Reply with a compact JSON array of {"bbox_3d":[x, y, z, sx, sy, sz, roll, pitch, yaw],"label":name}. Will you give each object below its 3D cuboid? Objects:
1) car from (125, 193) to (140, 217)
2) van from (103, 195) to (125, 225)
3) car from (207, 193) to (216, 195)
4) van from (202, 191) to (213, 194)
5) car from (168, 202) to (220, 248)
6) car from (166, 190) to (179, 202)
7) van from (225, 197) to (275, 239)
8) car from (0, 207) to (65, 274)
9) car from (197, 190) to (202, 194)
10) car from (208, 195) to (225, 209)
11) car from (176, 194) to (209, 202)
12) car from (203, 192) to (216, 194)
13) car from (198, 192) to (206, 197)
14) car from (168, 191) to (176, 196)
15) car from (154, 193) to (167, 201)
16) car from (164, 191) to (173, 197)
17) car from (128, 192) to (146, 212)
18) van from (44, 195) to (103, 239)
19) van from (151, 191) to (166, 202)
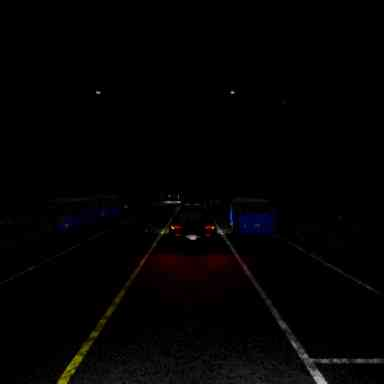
[{"bbox_3d":[-5.770,1.138,27.201,1.967,1.590,4.097,0,1,0],"label":"car"},{"bbox_3d":[-5.769,1.101,21.559,1.690,1.788,3.998,0,1,0],"label":"van"},{"bbox_3d":[2.755,1.155,38.489,1.802,1.307,4.206,0,1,0],"label":"car"},{"bbox_3d":[2.752,0.789,49.767,1.690,1.788,3.998,0,1,0],"label":"van"},{"bbox_3d":[0.049,1.371,13.846,1.812,1.442,4.674,0,1,1],"label":"car"},{"bbox_3d":[-3.068,0.711,57.695,2.097,1.767,4.553,0,1,0],"label":"car"},{"bbox_3d":[2.757,1.164,15.925,1.690,1.788,3.998,0,1,0],"label":"van"},{"bbox_3d":[-5.767,1.412,10.111,1.752,1.417,4.829,0,1,0],"label":"car"},{"bbox_3d":[2.351,0.653,74.065,1.882,1.535,5.008,0,1,0],"label":"car"},{"bbox_3d":[2.755,1.217,32.848,1.802,1.307,4.206,0,1,0],"label":"car"},{"bbox_3d":[0.042,1.179,28.161,2.128,1.511,4.902,0,1,0],"label":"car"},{"bbox_3d":[2.754,1.076,44.129,1.947,1.339,4.313,0,1,0],"label":"car"},{"bbox_3d":[2.749,0.568,89.251,1.947,1.339,4.313,0,1,0],"label":"car"},{"bbox_3d":[-5.777,0.502,94.889,1.947,1.339,4.313,0,1,0],"label":"car"},{"bbox_3d":[-5.774,0.866,61.046,1.887,1.381,4.507,0,1,0],"label":"car"},{"bbox_3d":[-5.777,0.507,83.606,1.967,1.590,4.097,0,1,0],"label":"car"},{"bbox_3d":[-5.771,0.950,32.841,2.192,1.841,5.009,0,1,0],"label":"car"},{"bbox_3d":[-5.769,1.164,15.919,1.690,1.788,3.998,0,1,0],"label":"van"},{"bbox_3d":[-5.774,0.726,55.403,1.690,1.788,3.998,0,1,0],"label":"van"}]
